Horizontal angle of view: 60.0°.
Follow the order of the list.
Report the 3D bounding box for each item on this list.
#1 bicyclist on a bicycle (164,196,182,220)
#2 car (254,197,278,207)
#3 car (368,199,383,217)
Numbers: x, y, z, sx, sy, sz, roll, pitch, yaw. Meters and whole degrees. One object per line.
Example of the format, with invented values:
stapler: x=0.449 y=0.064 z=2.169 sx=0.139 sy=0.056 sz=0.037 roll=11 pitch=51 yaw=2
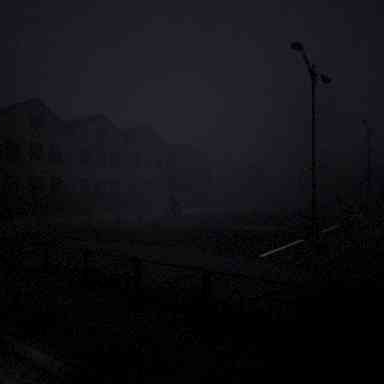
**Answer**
bicyclist on a bicycle: x=-1.342 y=1.109 z=23.006 sx=1.656 sy=1.620 sz=0.582 roll=0 pitch=0 yaw=35
car: x=10.472 y=1.355 z=46.644 sx=2.033 sy=1.411 sz=5.357 roll=0 pitch=0 yaw=32
car: x=15.476 y=1.298 z=26.774 sx=2.007 sy=1.523 sz=4.514 roll=0 pitch=0 yaw=35
